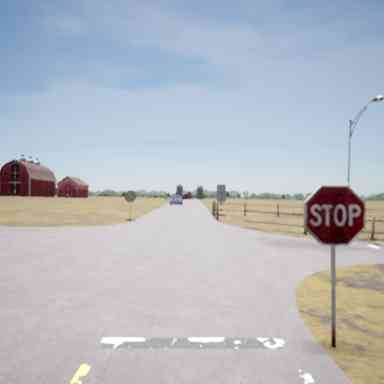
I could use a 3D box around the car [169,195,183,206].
[{"bbox_3d":[-2.608,1.304,54.969,2.097,1.767,4.553,0,0,0],"label":"car"}]
